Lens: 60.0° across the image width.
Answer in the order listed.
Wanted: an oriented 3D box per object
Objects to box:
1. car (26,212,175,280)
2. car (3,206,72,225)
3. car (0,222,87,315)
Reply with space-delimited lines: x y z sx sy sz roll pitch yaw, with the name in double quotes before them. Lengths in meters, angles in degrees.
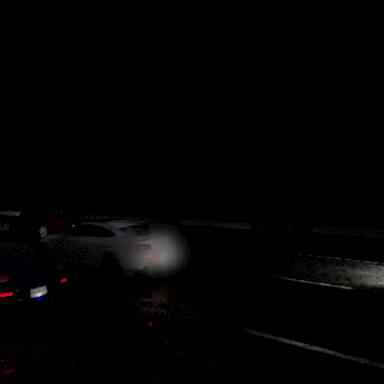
"car" -2.646 1.519 9.857 4.674 1.442 1.812 0 0 33
"car" -7.683 1.471 17.121 5.008 1.535 1.882 0 0 31
"car" -4.514 1.524 6.906 4.674 1.442 1.812 0 0 34
